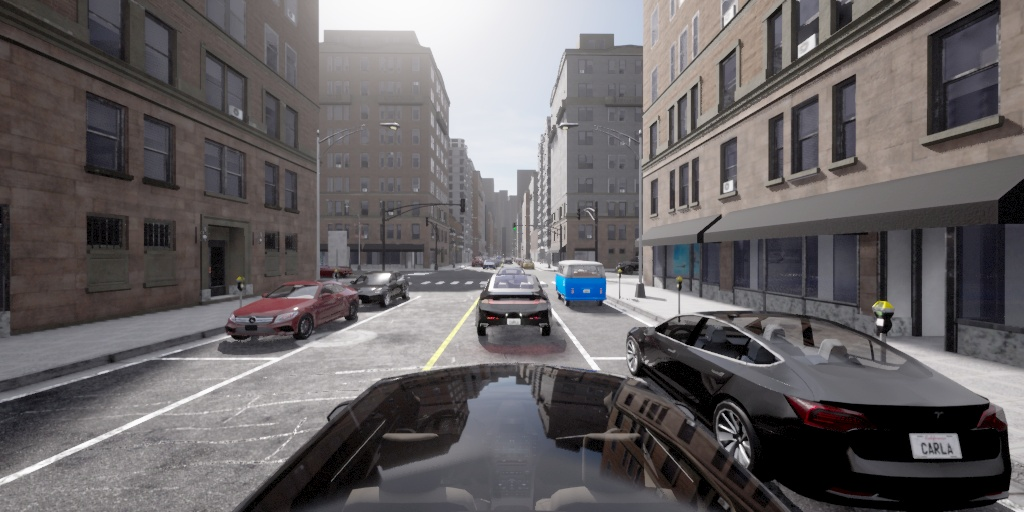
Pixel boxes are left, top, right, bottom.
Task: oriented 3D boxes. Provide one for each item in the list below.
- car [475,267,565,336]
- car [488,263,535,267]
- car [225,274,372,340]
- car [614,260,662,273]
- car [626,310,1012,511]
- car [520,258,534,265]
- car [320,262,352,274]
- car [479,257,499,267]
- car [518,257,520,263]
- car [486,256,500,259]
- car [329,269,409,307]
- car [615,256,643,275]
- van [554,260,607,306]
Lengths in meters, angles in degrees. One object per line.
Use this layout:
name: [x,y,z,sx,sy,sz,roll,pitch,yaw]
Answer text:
car: [0.052,1.241,10.359,2.128,1.511,4.902,0,0,0]
car: [-0.044,1.297,20.117,2.033,1.411,5.357,0,0,0]
car: [-5.688,1.331,9.909,1.802,1.307,4.207,0,0,0]
car: [14.704,1.211,42.060,5.008,1.535,1.882,0,0,-1]
car: [2.851,1.316,4.494,1.948,1.339,4.313,0,0,0]
car: [2.517,1.267,54.750,1.751,1.417,4.829,0,0,-1]
car: [-16.673,1.339,31.657,4.718,1.301,1.895,0,0,-1]
car: [-3.439,1.289,54.908,2.033,1.411,5.357,0,0,-1]
car: [2.430,1.179,60.105,1.967,1.591,4.097,0,0,-1]
car: [-3.561,1.241,64.607,1.837,1.490,4.892,0,0,-1]
car: [-5.702,1.315,15.360,1.948,1.339,4.313,0,0,0]
car: [14.087,0.963,38.802,5.566,2.045,2.150,0,0,-1]
van: [2.823,1.090,15.391,1.690,1.789,3.998,0,0,0]
